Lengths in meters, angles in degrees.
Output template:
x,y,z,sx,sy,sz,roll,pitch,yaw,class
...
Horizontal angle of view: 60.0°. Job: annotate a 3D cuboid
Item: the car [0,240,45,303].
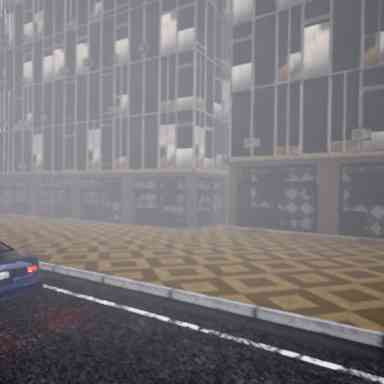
x,y,z,sx,sy,sz,roll,pitch,yaw,class
-5.484,1.540,7.303,5.357,1.411,2.033,0,0,33,car
